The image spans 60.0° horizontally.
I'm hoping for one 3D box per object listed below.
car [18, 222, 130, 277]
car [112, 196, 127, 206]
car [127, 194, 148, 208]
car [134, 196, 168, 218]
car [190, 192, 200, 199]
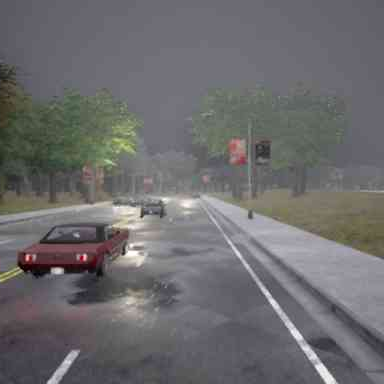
[{"bbox_3d":[-3.147,1.549,10.008,1.895,1.301,4.718,0,0,0],"label":"car"},{"bbox_3d":[-9.808,1.297,46.812,1.994,1.385,4.181,0,0,0],"label":"car"},{"bbox_3d":[-6.572,1.107,43.165,2.097,1.767,4.553,0,0,0],"label":"car"},{"bbox_3d":[-3.142,1.336,27.867,2.128,1.511,4.902,0,0,0],"label":"car"},{"bbox_3d":[1.161,1.012,85.771,1.837,1.490,4.892,0,0,0],"label":"car"}]
